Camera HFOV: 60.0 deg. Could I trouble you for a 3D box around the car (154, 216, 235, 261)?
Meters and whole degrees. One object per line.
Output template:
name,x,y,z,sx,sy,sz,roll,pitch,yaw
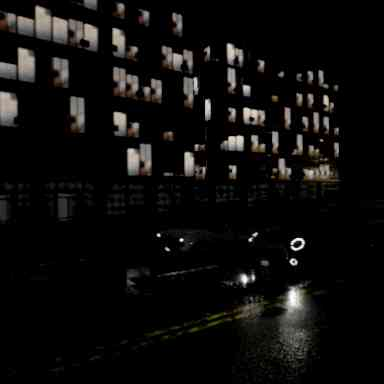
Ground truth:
car,0.993,1.606,12.379,4.718,1.301,1.895,0,0,-36

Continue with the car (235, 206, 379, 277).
car,3.818,1.358,10.403,4.553,1.767,2.097,0,0,-36
